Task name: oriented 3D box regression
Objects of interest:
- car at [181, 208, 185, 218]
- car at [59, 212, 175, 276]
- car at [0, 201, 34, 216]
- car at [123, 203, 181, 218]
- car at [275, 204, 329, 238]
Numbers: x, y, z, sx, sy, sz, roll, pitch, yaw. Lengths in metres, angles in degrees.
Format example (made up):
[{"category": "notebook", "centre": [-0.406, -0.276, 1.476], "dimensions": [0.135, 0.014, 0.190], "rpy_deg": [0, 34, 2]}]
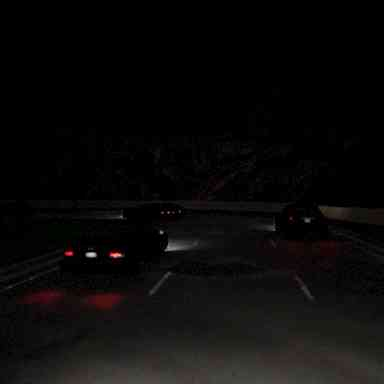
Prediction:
[{"category": "car", "centre": [-2.639, 1.737, 31.341], "dimensions": [4.181, 1.385, 1.994], "rpy_deg": [-1, -1, 40]}, {"category": "car", "centre": [-2.134, 1.606, 10.626], "dimensions": [2.033, 1.411, 5.357], "rpy_deg": [0, 0, 8]}, {"category": "car", "centre": [-17.692, 1.664, 31.584], "dimensions": [4.892, 1.490, 1.837], "rpy_deg": [0, -1, -29]}, {"category": "car", "centre": [-3.717, 1.704, 28.231], "dimensions": [5.357, 1.411, 2.033], "rpy_deg": [0, -1, 44]}, {"category": "car", "centre": [5.936, 1.465, 18.503], "dimensions": [2.097, 1.767, 4.553], "rpy_deg": [0, 0, 6]}]
